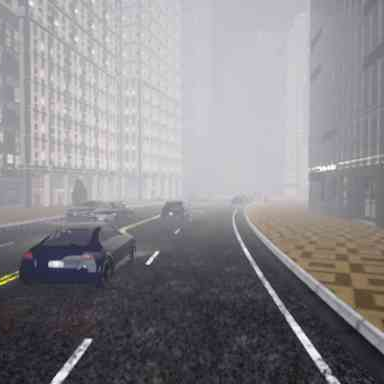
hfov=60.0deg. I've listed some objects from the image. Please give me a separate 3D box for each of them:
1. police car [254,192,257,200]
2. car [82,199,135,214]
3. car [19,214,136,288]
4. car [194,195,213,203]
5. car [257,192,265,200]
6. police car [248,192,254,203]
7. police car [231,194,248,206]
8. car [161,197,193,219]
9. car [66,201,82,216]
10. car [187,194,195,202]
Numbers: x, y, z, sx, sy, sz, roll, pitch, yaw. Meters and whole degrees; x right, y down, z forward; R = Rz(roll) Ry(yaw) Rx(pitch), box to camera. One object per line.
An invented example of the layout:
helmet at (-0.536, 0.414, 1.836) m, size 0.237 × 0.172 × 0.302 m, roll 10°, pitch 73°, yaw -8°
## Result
police car at (11.371, 1.238, 67.294) m, size 1.930 × 1.638 × 5.238 m, roll 1°, pitch 0°, yaw 17°
car at (-5.330, 1.386, 22.798) m, size 2.128 × 1.511 × 4.902 m, roll 0°, pitch 0°, yaw 6°
car at (-2.863, 1.522, 9.192) m, size 1.994 × 1.385 × 4.181 m, roll 0°, pitch 0°, yaw 2°
car at (2.635, 1.308, 64.119) m, size 2.033 × 1.411 × 5.357 m, roll 0°, pitch 0°, yaw 16°
car at (16.560, 0.955, 84.930) m, size 2.150 × 2.045 × 5.566 m, roll 1°, pitch 0°, yaw 20°
police car at (9.702, 1.249, 61.684) m, size 1.930 × 1.638 × 5.238 m, roll 0°, pitch 0°, yaw 16°
police car at (7.240, 1.270, 52.247) m, size 1.930 × 1.638 × 5.238 m, roll 0°, pitch 0°, yaw 13°
car at (-1.308, 1.396, 27.711) m, size 1.837 × 1.490 × 4.892 m, roll 0°, pitch 0°, yaw 7°
car at (-8.197, 1.373, 26.500) m, size 1.837 × 1.490 × 4.892 m, roll 0°, pitch 0°, yaw 7°
car at (0.077, 1.206, 66.964) m, size 1.882 × 1.535 × 5.008 m, roll 0°, pitch 1°, yaw 16°
